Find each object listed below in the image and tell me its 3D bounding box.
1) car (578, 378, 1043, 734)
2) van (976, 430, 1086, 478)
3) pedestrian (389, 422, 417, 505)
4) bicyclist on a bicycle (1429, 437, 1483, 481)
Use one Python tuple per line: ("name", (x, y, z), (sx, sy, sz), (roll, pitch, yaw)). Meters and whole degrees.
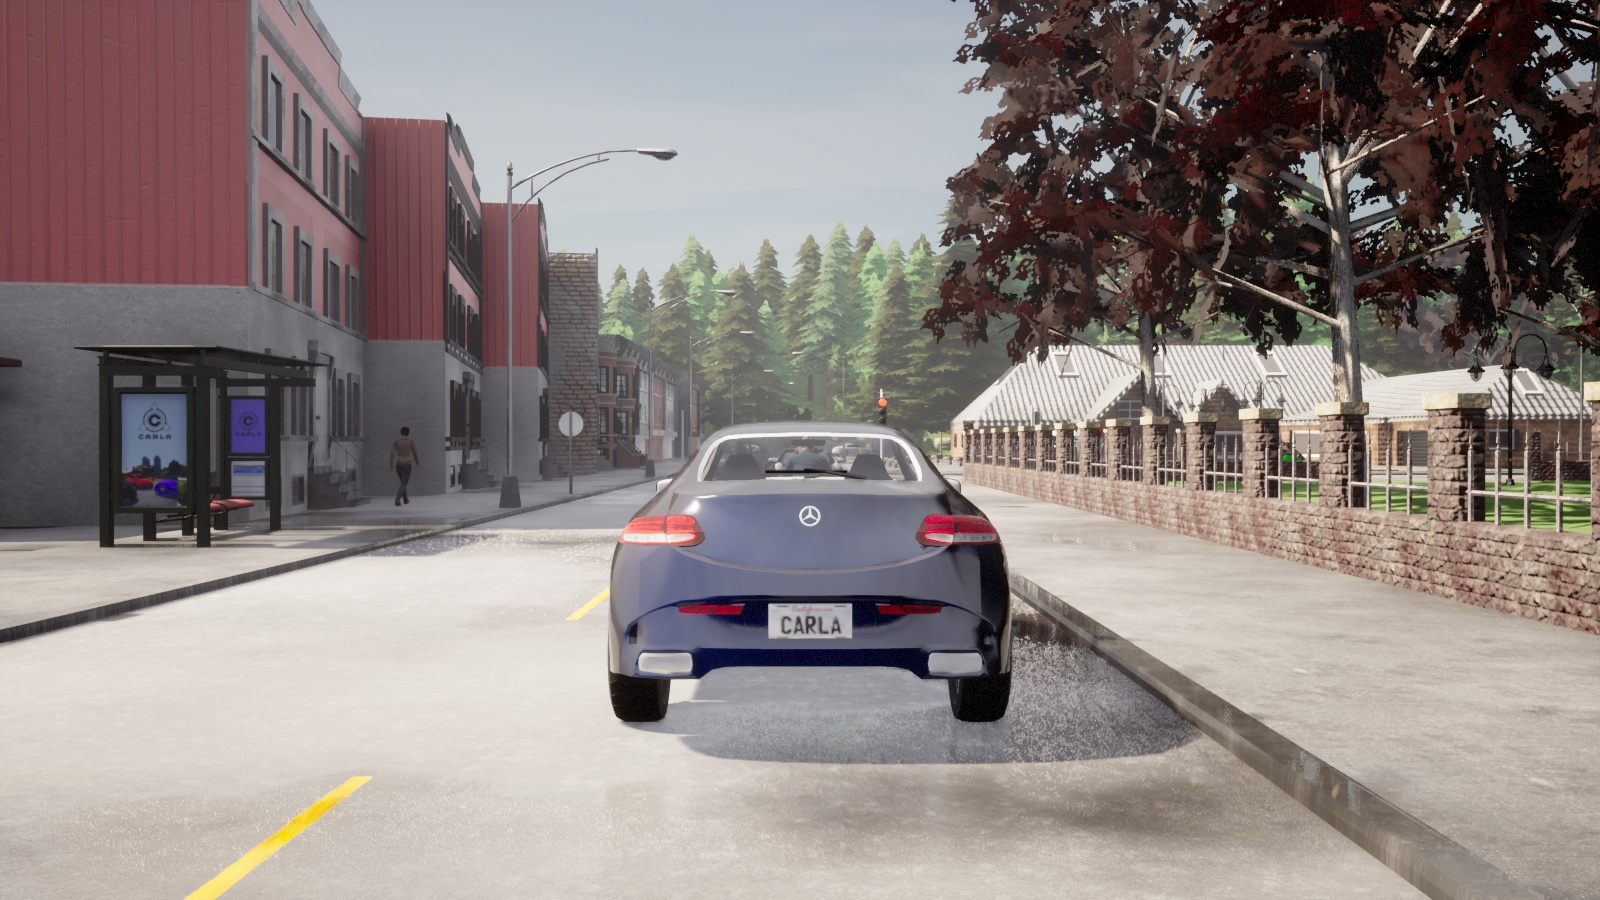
("car", (0.057, 0.478, 8.336), (2.152, 1.651, 5.027), (0, 0, 0))
("van", (10.123, 0.166, 55.350), (4.480, 2.038, 2.069), (0, 0, 0))
("pedestrian", (-8.798, 0.292, 27.842), (0.328, 1.805, 0.869), (0, 0, 1))
("bicyclist on a bicycle", (26.748, 0.349, 51.210), (1.843, 1.776, 0.659), (0, 0, -1))
